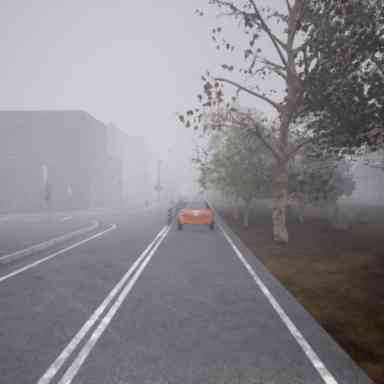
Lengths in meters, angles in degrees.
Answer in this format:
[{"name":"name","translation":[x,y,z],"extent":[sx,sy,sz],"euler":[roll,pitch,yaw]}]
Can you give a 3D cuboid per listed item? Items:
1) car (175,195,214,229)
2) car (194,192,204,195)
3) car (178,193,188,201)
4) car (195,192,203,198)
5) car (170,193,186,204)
[{"name":"car","translation":[0.253,1.263,20.947],"extent":[2.097,1.767,4.553],"euler":[0,0,1]},{"name":"car","translation":[1.507,0.810,73.938],"extent":[2.097,1.767,4.553],"euler":[0,1,2]},{"name":"car","translation":[-1.884,1.032,69.503],"extent":[1.812,1.442,4.674],"euler":[0,1,2]},{"name":"car","translation":[1.813,0.721,83.970],"extent":[1.812,1.442,4.674],"euler":[0,1,2]},{"name":"car","translation":[-2.458,1.151,53.708],"extent":[2.128,1.511,4.902],"euler":[0,1,2]}]
